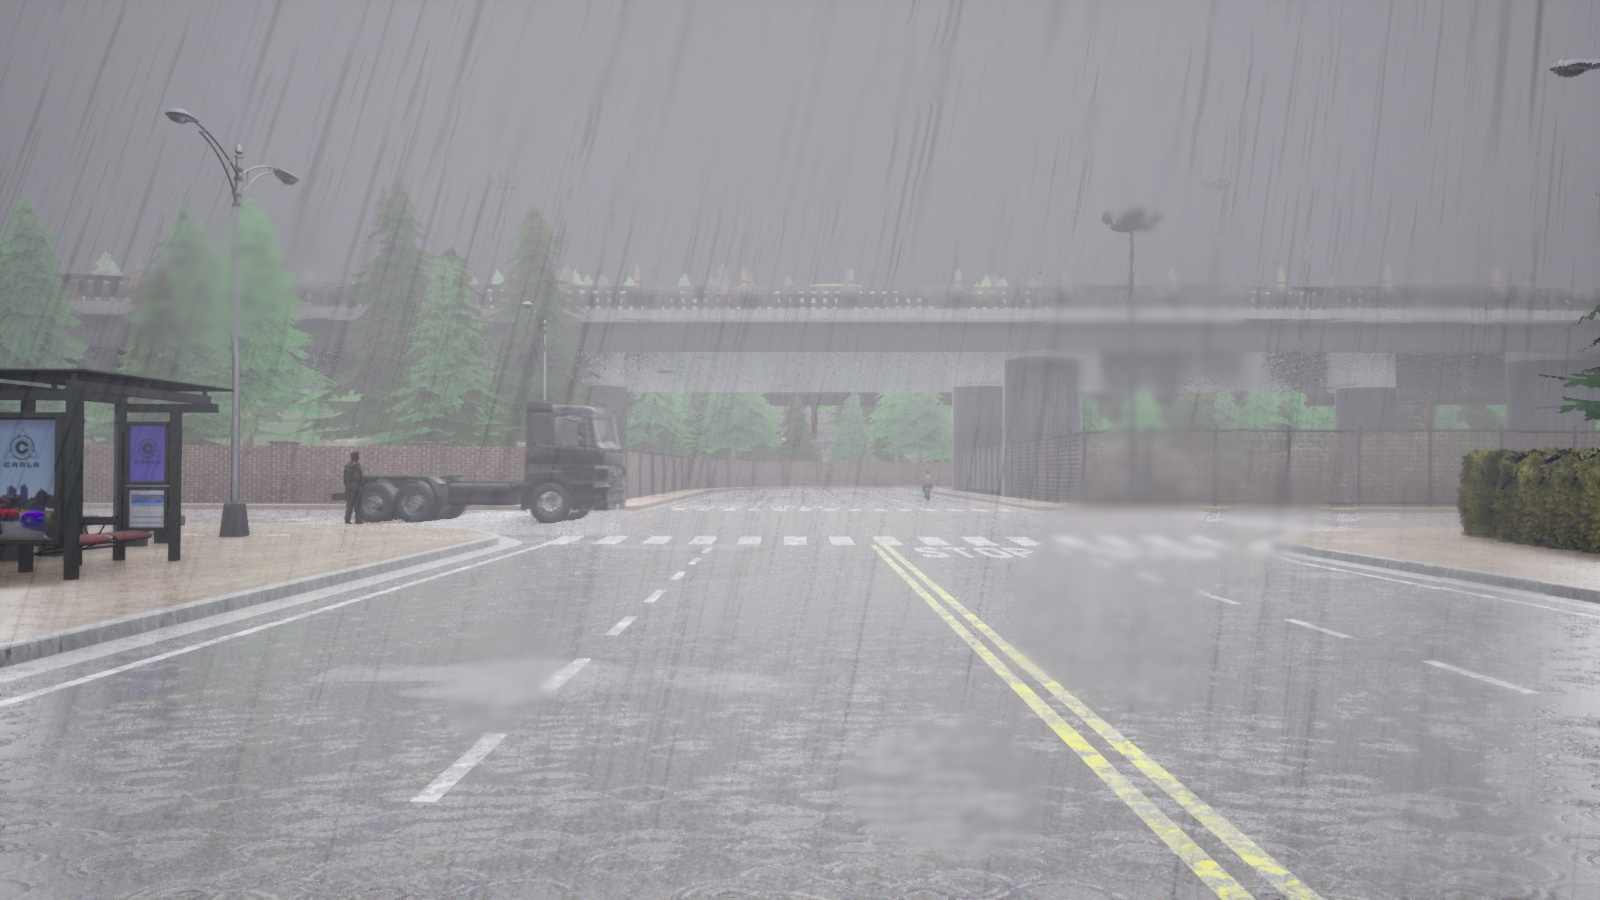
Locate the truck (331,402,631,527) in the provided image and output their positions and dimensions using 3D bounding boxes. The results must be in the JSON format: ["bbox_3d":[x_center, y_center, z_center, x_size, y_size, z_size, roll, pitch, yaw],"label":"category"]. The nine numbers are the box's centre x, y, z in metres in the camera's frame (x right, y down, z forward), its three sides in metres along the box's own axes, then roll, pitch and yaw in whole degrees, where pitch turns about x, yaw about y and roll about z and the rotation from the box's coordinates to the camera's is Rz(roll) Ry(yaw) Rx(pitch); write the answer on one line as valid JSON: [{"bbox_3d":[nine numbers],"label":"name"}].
[{"bbox_3d":[-9.133,0.426,36.513,7.936,3.462,2.891,0,-1,4],"label":"truck"}]

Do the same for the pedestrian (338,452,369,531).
[{"bbox_3d":[-11.151,1.032,31.379,0.395,1.930,0.692,0,-1,13],"label":"pedestrian"}]
